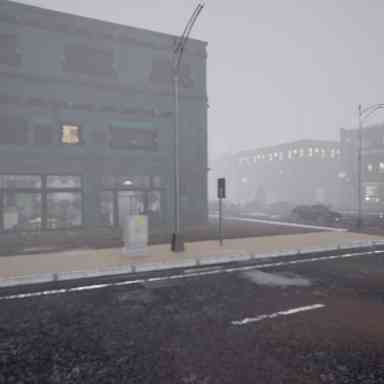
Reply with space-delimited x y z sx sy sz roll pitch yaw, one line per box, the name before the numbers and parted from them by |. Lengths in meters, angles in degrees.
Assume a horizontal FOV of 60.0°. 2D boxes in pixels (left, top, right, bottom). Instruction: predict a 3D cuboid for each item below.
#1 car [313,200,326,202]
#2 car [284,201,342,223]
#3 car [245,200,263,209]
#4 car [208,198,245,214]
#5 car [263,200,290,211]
car | 13.951 1.632 37.944 2.008 1.369 4.403 -2 0 -26
car | 9.876 1.689 26.751 1.947 1.339 4.313 -2 0 -26
car | 9.181 1.764 47.933 1.802 1.307 4.206 -2 0 -26
car | 4.001 1.690 39.325 1.967 1.590 4.097 -2 0 -26
car | 11.566 1.714 42.939 1.802 1.307 4.206 -2 0 -26
